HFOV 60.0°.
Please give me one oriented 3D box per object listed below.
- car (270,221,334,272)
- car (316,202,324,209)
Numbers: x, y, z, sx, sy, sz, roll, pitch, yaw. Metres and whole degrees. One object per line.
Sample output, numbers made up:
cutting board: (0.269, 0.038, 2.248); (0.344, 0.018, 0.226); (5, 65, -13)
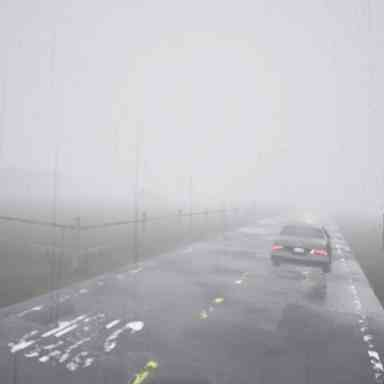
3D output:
car: (4.026, 1.788, 12.000); (2.033, 1.411, 5.357); (3, 0, 21)
car: (31.437, 3.394, 81.855); (2.128, 1.511, 4.902); (3, 0, 21)
